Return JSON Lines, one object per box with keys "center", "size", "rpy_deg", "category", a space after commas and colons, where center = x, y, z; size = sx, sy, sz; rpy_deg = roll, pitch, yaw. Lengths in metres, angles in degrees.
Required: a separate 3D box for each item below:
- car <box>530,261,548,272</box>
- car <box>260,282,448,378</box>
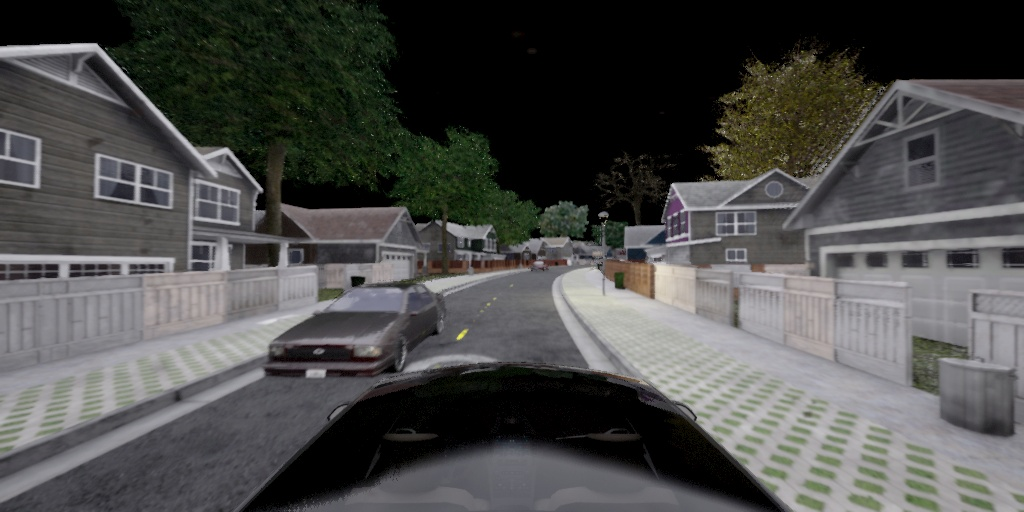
{"center": [3.849, 1.419, 50.380], "size": [1.812, 1.442, 4.674], "rpy_deg": [0, -1, 16], "category": "car"}
{"center": [-2.739, 1.304, 7.801], "size": [2.033, 1.411, 5.357], "rpy_deg": [0, 0, 2], "category": "car"}
